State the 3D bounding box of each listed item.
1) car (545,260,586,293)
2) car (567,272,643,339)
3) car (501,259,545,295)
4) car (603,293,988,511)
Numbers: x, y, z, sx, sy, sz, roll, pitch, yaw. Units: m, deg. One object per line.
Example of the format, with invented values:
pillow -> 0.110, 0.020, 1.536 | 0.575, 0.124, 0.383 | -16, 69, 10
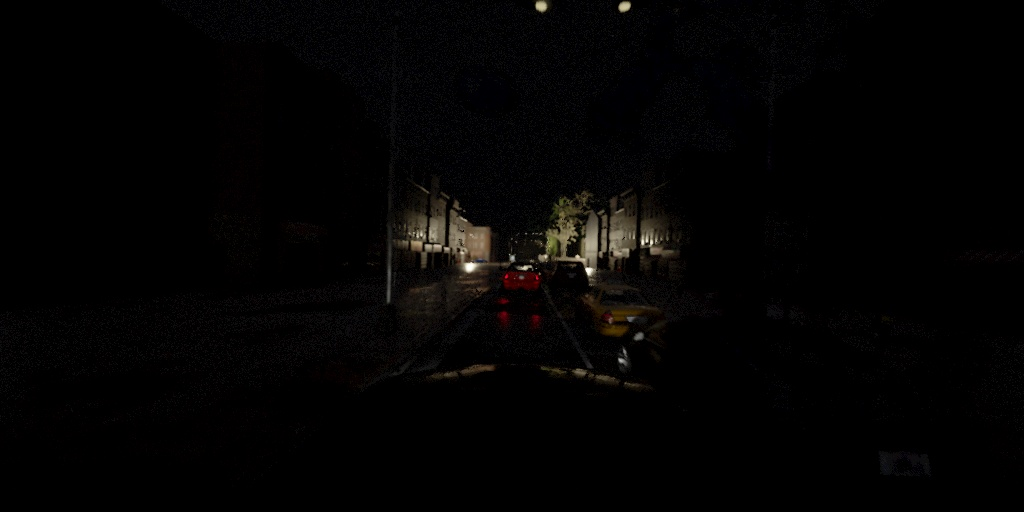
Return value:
car -> 3.201, 1.182, 21.275 | 2.192, 1.841, 5.009 | 0, 0, 2
car -> 2.820, 1.368, 10.207 | 1.751, 1.417, 4.829 | 0, 0, 2
car -> 0.567, 1.136, 20.563 | 2.097, 1.767, 4.553 | 2, 0, 2
car -> 2.621, 1.398, 4.417 | 1.948, 1.339, 4.313 | 0, 0, 2
